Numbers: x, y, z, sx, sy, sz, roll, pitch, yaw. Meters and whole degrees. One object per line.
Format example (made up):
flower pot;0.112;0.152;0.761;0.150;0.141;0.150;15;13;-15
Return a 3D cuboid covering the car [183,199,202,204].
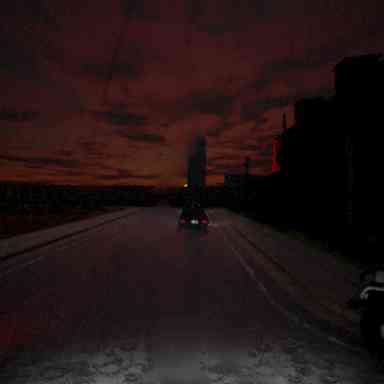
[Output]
car;0.064;1.561;38.572;2.097;1.767;4.553;1;0;0

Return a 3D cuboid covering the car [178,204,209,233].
car;0.081;1.690;20.617;2.033;1.411;5.357;1;0;0

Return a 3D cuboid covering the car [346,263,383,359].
car;4.171;1.272;4.083;1.905;1.878;3.866;-7;3;-42
